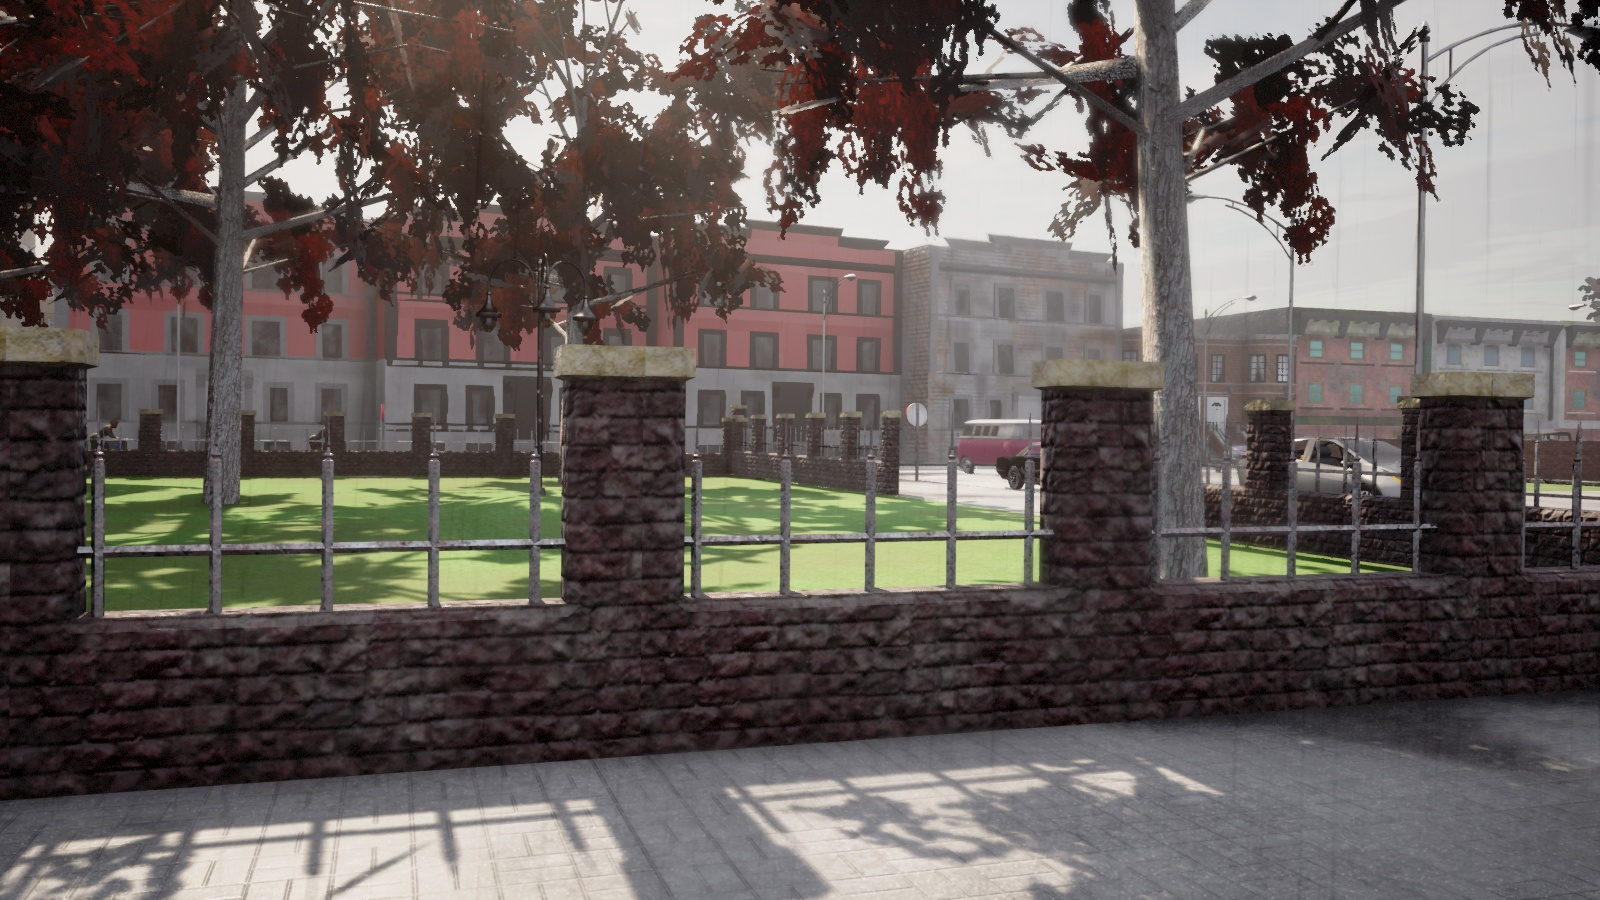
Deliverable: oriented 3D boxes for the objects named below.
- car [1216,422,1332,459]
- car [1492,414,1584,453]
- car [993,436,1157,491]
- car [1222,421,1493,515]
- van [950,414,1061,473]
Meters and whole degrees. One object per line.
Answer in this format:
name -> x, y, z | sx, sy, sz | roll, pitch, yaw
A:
car -> 22.012, -0.459, 58.345 | 4.856, 1.649, 2.033 | -1, 1, -18
car -> 37.126, -0.836, 63.221 | 3.866, 1.878, 1.905 | -1, 1, -18
car -> 6.994, 0.294, 32.525 | 1.895, 1.301, 4.718 | -1, 1, -20
car -> 10.067, 0.260, 23.108 | 2.007, 1.525, 4.514 | -1, 1, -20
van -> 7.210, -0.251, 44.506 | 1.775, 1.987, 4.442 | -1, 1, -23
